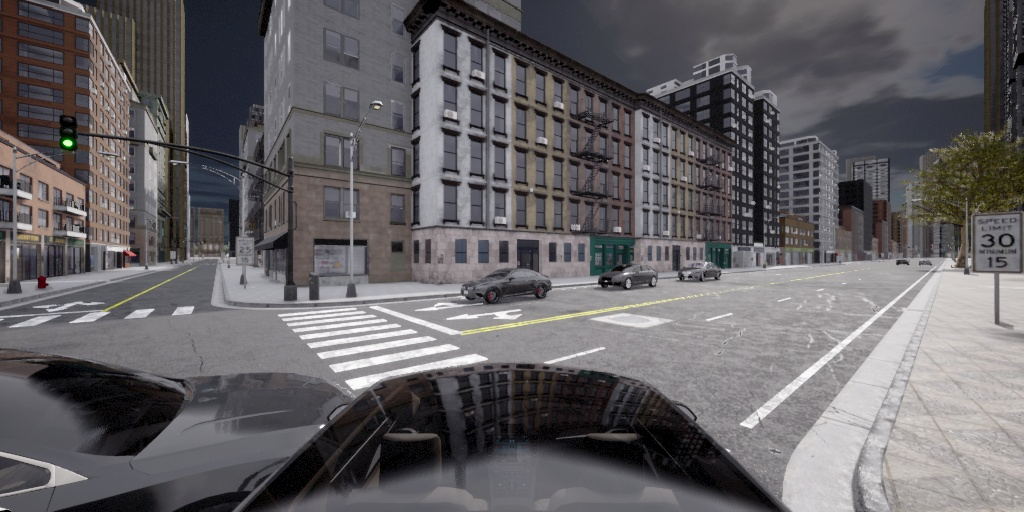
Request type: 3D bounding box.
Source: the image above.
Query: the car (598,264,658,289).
[{"bbox_3d":[7.497,1.257,22.953,4.892,1.490,1.837,0,0,-39],"label":"car"}]

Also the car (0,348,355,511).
[{"bbox_3d":[-3.234,1.257,1.683,4.892,1.490,1.837,0,0,-35],"label":"car"}]

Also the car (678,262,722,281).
[{"bbox_3d":[15.463,1.234,29.477,4.902,1.511,2.128,0,0,-39],"label":"car"}]

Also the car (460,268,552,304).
[{"bbox_3d":[-0.152,1.286,16.676,4.674,1.442,1.812,0,0,-39],"label":"car"}]
